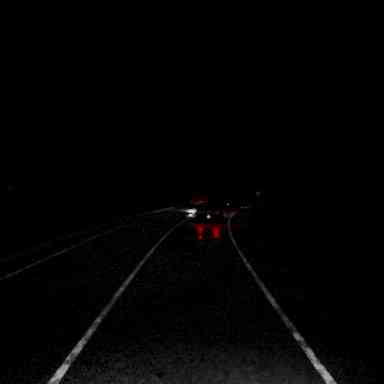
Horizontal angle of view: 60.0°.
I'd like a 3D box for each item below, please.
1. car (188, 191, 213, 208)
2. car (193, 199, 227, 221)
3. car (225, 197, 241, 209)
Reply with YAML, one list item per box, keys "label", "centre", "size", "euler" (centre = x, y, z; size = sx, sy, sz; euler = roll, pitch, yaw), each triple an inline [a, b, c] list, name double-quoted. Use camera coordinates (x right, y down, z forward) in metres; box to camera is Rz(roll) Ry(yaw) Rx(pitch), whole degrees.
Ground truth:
- label: "car"
  centre: [1.212, 0.940, 41.460]
  size: [2.150, 2.045, 5.566]
  euler: [1, 1, 16]
- label: "car"
  centre: [1.500, 1.477, 26.048]
  size: [1.895, 1.301, 4.718]
  euler: [1, 0, 8]
- label: "car"
  centre: [5.055, 1.324, 42.587]
  size: [1.812, 1.442, 4.674]
  euler: [2, 1, 17]
